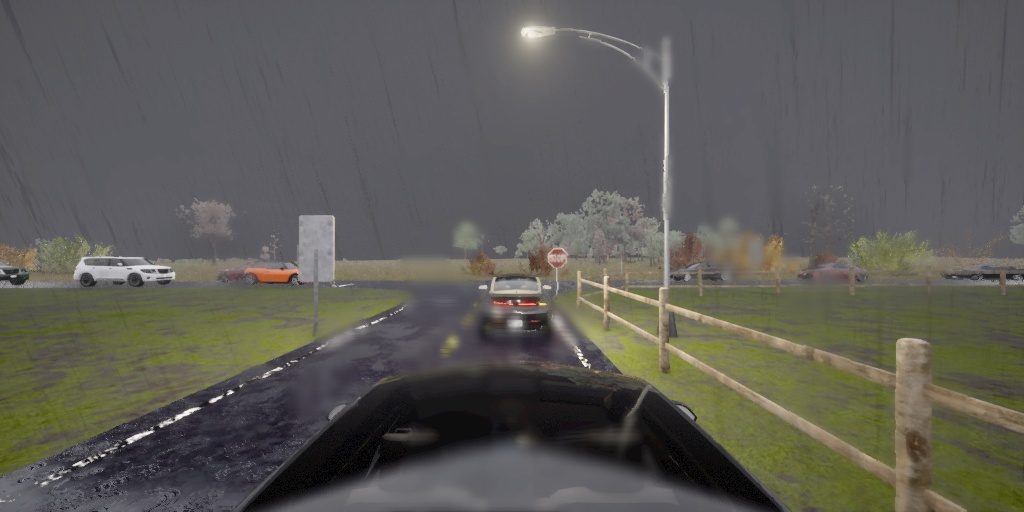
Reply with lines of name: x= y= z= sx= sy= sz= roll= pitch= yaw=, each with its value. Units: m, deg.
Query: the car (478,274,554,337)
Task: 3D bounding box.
car: x=0.105 y=1.254 z=10.304 sx=1.837 sy=1.490 sz=4.892 roll=0 pitch=0 yaw=0

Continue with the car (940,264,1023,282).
car: x=35.919 y=1.274 z=27.334 sx=4.718 sy=1.301 sz=1.895 roll=0 pitch=0 yaw=1

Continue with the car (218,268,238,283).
car: x=-20.085 y=1.325 z=27.815 sx=4.674 sy=1.442 sz=1.812 roll=0 pitch=0 yaw=0

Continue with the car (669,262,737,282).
car: x=14.566 y=1.214 z=27.527 sx=4.892 sy=1.490 sz=1.837 roll=0 pitch=0 yaw=0

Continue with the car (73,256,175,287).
car: x=-26.843 y=1.042 z=24.924 sx=5.566 sy=2.045 sz=2.150 roll=0 pitch=0 yaw=1

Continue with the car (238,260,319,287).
car: x=-15.717 y=1.140 z=24.828 sx=4.553 sy=1.767 sz=2.097 roll=0 pitch=0 yaw=1

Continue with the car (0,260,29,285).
car: x=-37.527 y=1.074 z=25.034 sx=5.566 sy=2.045 sz=2.150 roll=0 pitch=0 yaw=1

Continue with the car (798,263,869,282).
car: x=24.510 y=1.252 z=27.439 sx=4.181 sy=1.385 sz=1.994 roll=0 pitch=0 yaw=1
